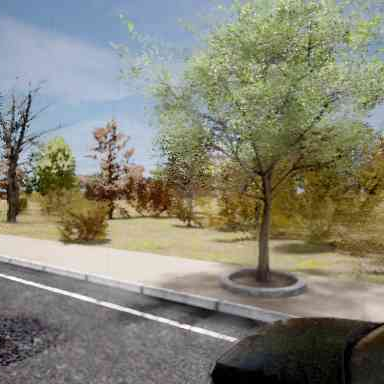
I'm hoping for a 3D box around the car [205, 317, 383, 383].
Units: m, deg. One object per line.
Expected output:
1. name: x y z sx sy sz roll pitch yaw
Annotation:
1. car: 2.302 1.495 1.919 4.892 1.490 1.837 -1 0 36
